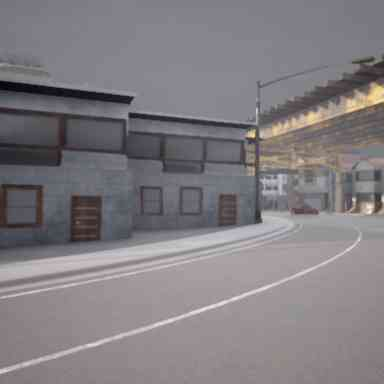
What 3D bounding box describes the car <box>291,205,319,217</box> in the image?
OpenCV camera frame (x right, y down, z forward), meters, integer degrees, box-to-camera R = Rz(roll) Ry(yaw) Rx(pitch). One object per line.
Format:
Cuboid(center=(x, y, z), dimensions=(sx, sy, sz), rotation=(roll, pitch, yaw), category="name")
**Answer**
Cuboid(center=(14.910, 2.402, 43.964), dimensions=(1.882, 1.535, 5.008), rotation=(1, -2, -9), category="car")
